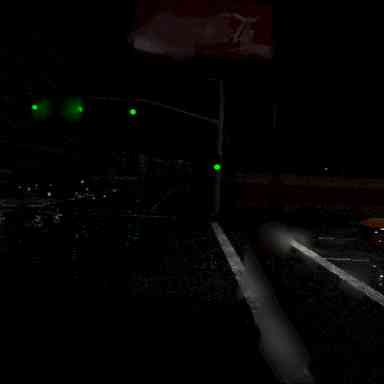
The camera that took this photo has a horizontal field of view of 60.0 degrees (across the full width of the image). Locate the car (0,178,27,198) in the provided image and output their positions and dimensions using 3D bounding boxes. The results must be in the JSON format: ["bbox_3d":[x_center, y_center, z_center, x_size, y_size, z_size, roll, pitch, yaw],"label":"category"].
[{"bbox_3d":[-14.848,-0.390,26.374,1.812,1.442,4.674,2,3,-1],"label":"car"}]

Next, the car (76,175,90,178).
[{"bbox_3d":[-15.068,-1.484,45.595,2.097,1.767,4.553,2,3,-1],"label":"car"}]

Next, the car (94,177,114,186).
[{"bbox_3d":[-15.185,-1.866,57.710,2.033,1.411,5.357,2,3,0],"label":"car"}]

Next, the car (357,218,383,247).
[{"bbox_3d":[8.404,1.272,11.503,5.008,1.535,1.882,2,3,-1],"label":"car"}]

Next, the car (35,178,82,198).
[{"bbox_3d":[-11.379,-0.272,28.631,1.895,1.301,4.718,2,3,-1],"label":"car"}]

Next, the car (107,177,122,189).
[{"bbox_3d":[-11.605,-1.311,48.797,1.812,1.442,4.674,2,3,0],"label":"car"}]

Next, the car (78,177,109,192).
[{"bbox_3d":[-11.506,-0.753,38.686,1.895,1.301,4.718,2,3,-1],"label":"car"}]
